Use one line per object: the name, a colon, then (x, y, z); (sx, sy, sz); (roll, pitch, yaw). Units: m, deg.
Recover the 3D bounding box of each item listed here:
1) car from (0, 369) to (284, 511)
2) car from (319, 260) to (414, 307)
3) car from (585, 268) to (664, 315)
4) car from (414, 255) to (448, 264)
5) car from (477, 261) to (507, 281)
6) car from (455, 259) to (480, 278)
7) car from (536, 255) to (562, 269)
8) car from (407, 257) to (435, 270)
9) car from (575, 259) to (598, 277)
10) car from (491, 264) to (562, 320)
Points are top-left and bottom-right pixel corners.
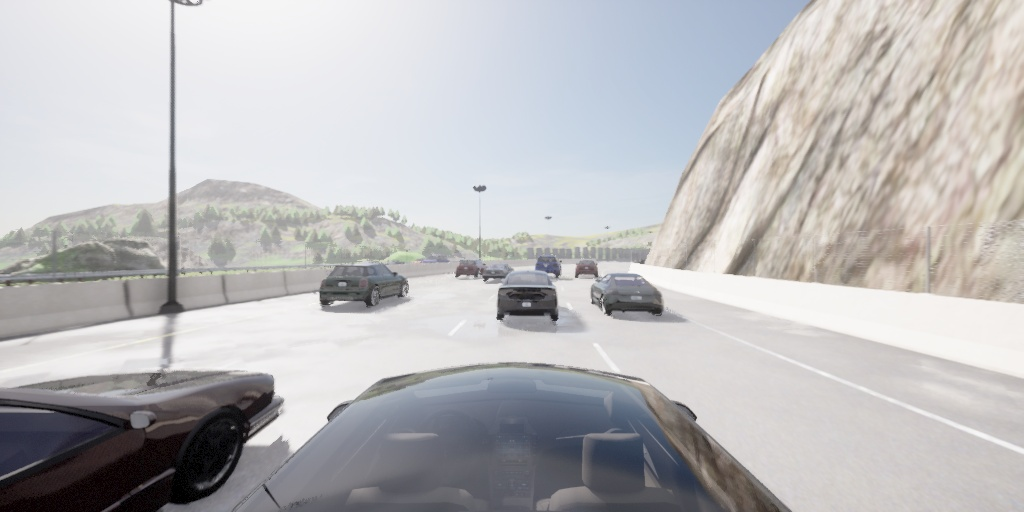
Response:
car: (-3.372, 1.289, 1.347); (2.033, 1.411, 5.357); (0, 0, 0)
car: (-6.192, 1.083, 15.545); (2.097, 1.767, 4.553); (0, 0, 4)
car: (4.170, 1.320, 13.588); (1.994, 1.385, 4.181); (0, 0, 4)
car: (-10.845, 0.933, 49.997); (2.150, 2.045, 5.566); (0, 0, 16)
car: (-0.998, 1.286, 29.127); (2.033, 1.411, 5.357); (0, 0, 10)
car: (-3.678, 1.083, 33.719); (2.097, 1.767, 4.553); (0, 0, 11)
car: (3.512, 0.970, 34.197); (2.150, 2.045, 5.566); (0, 0, 11)
car: (-13.485, 1.053, 53.454); (2.097, 1.767, 4.553); (0, 0, 17)
car: (7.301, 1.109, 35.052); (2.097, 1.767, 4.553); (0, 0, 12)
car: (0.587, 1.226, 12.660); (1.882, 1.535, 5.008); (0, 0, 4)
